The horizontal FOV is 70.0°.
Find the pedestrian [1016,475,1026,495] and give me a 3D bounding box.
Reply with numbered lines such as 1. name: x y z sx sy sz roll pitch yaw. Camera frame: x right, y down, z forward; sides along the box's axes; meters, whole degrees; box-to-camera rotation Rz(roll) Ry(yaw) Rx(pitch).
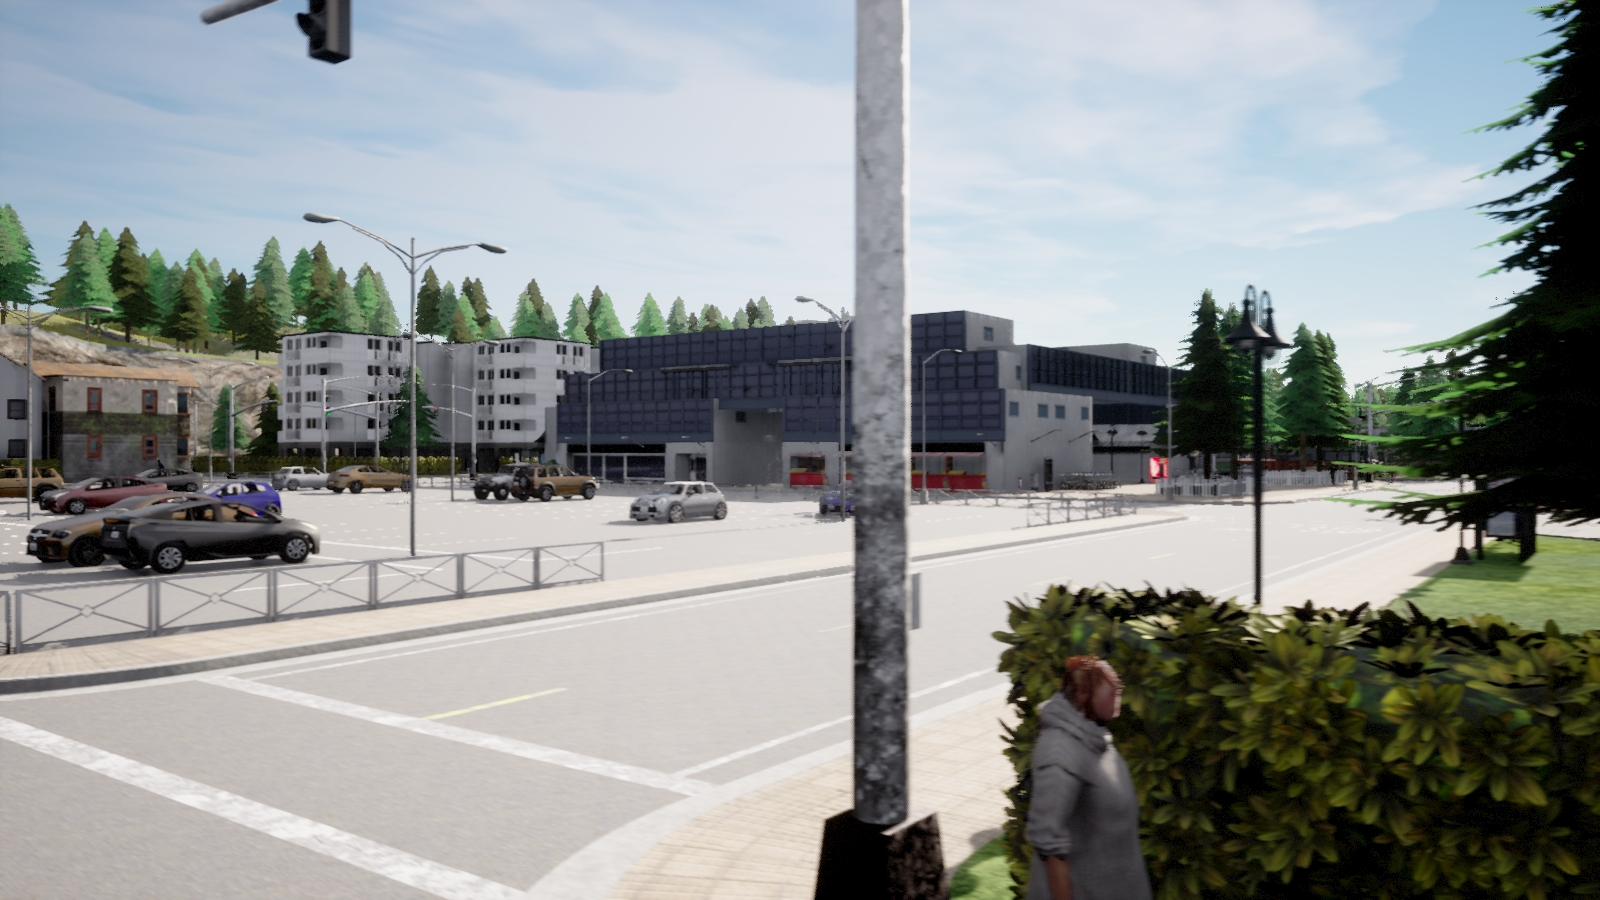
1. pedestrian: 12.960 2.048 66.976 0.500 1.100 0.500 0 0 19

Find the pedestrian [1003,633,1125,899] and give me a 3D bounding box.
1. pedestrian: 1.041 1.691 4.496 0.375 1.860 0.375 0 0 30
